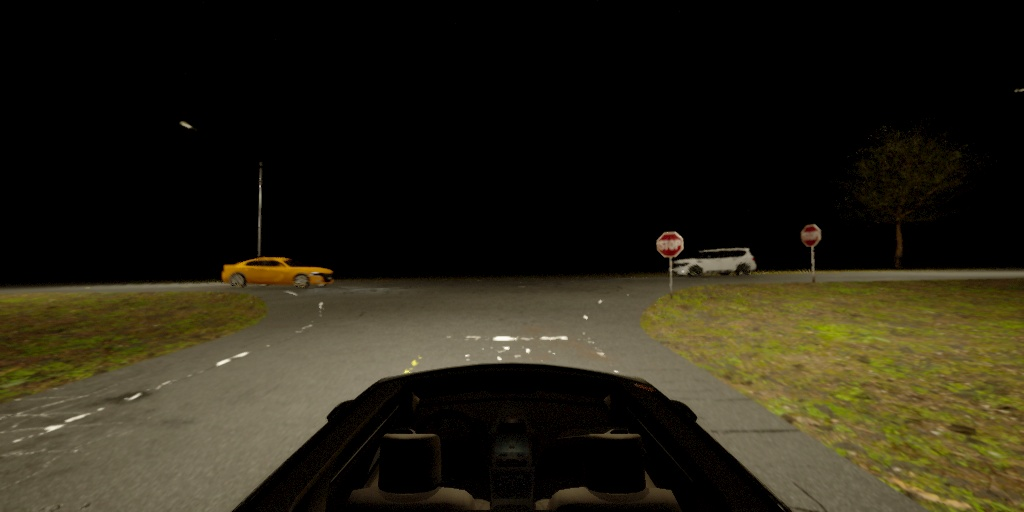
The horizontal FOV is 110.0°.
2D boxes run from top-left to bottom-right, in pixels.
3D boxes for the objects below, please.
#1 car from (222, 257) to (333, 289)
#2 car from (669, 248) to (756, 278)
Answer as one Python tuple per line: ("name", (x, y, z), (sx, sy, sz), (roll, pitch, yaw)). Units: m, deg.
("car", (-11.681, 0.834, 18.074), (5.008, 1.535, 1.882), (0, -2, 0))
("car", (14.088, 0.556, 25.325), (5.566, 2.045, 2.150), (-2, -2, -1))
